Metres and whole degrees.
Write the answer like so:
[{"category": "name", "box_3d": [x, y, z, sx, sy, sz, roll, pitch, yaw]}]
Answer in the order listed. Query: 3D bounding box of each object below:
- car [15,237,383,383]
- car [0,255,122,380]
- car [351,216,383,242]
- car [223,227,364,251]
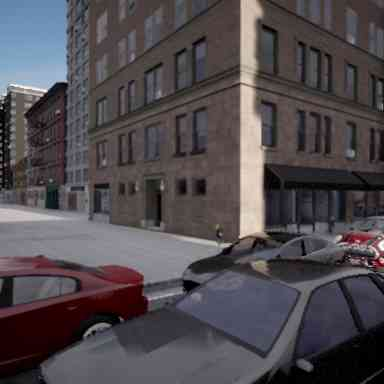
[{"category": "car", "box_3d": [1.115, 1.577, 3.912, 5.357, 1.411, 2.033, 0, -1, -37]}, {"category": "car", "box_3d": [-2.732, 1.567, 4.212, 4.507, 1.381, 1.887, 0, -1, -37]}, {"category": "car", "box_3d": [6.384, 1.530, 10.999, 4.097, 1.590, 1.967, 0, 0, -37]}, {"category": "car", "box_3d": [1.826, 1.622, 7.605, 4.313, 1.339, 1.947, 0, 0, -37]}]
